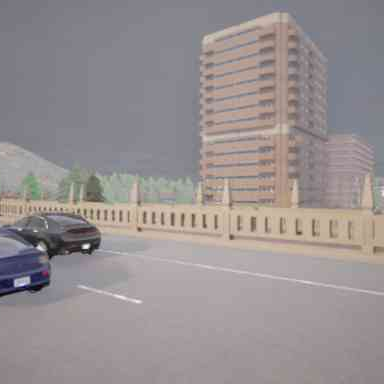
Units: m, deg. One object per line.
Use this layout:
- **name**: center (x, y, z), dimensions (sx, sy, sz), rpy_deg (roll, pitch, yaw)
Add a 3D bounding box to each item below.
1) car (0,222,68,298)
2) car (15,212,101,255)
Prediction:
- **car**: center (-5.081, 1.525, 7.617), dimensions (4.674, 1.442, 1.812), rpy_deg (0, 0, 35)
- **car**: center (-5.386, 1.504, 12.132), dimensions (4.892, 1.490, 1.837), rpy_deg (0, 0, 35)
